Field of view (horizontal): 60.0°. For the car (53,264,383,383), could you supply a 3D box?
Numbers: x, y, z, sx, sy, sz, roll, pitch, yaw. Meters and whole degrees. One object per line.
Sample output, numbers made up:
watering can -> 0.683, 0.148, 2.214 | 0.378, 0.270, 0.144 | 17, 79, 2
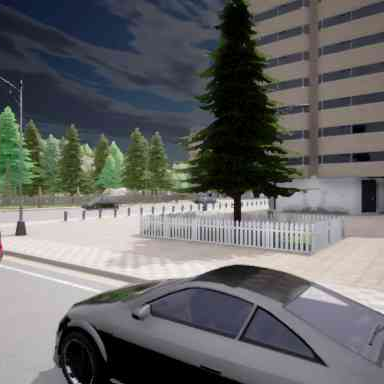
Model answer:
car -> 0.332, 1.564, 3.751 | 4.181, 1.385, 1.994 | 0, 0, 35

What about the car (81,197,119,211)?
car -> -11.248, 1.352, 40.692 | 2.097, 1.767, 4.553 | 0, 0, 35

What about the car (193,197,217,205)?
car -> 2.380, 1.547, 59.681 | 2.033, 1.411, 5.357 | 0, 0, 36

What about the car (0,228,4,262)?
car -> -7.415, 1.221, 9.228 | 5.566, 2.045, 2.150 | 0, 0, 36
